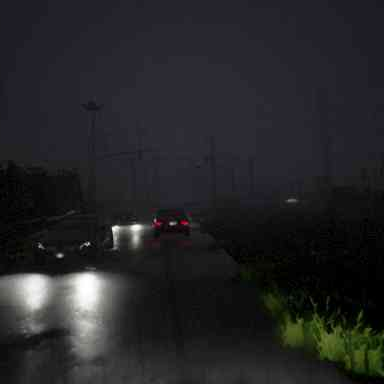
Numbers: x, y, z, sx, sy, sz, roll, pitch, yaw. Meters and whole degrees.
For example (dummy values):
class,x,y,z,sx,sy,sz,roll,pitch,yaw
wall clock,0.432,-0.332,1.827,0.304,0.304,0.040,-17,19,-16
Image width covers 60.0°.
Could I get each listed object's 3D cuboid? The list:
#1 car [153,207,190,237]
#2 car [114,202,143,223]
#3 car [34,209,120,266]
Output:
class,x,y,z,sx,sy,sz,roll,pitch,yaw
car,-1.134,1.542,18.151,2.033,1.411,5.357,-1,0,-4
car,-4.962,1.523,26.070,1.882,1.535,5.008,-1,0,-4
car,-3.993,1.574,11.995,1.812,1.442,4.674,-1,0,-4
